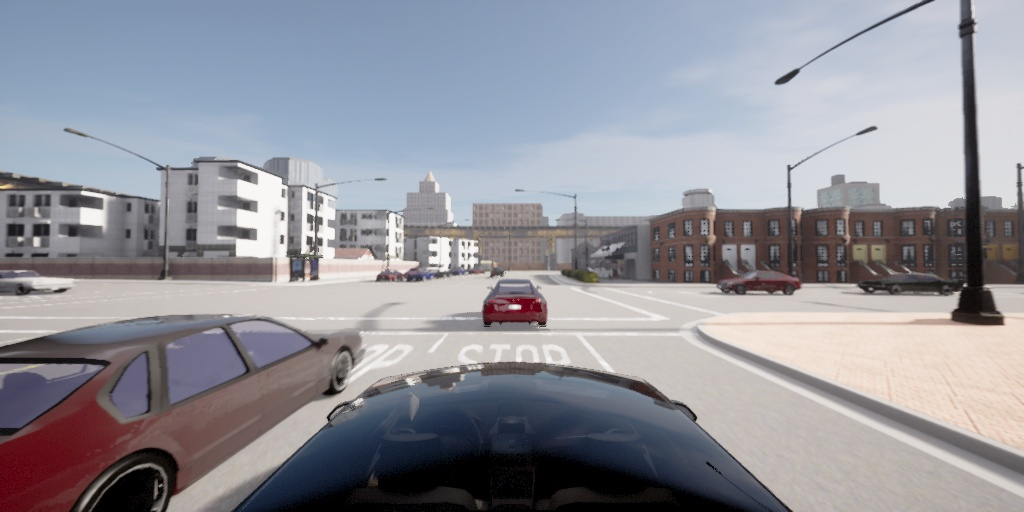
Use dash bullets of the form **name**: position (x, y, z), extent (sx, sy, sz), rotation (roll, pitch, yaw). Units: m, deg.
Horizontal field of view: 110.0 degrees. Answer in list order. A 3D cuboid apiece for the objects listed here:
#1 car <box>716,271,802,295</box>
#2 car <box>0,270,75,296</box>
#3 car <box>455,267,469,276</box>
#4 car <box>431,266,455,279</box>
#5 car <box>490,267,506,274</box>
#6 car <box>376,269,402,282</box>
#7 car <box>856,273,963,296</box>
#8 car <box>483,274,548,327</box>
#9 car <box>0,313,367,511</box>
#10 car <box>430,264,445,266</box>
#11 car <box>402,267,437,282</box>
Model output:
- **car**: position (15.328, 1.654, 22.373), extent (4.674, 1.442, 1.812), rotation (0, -1, 1)
- **car**: position (-27.133, 1.423, 19.552), extent (4.718, 1.301, 1.895), rotation (1, -1, -1)
- **car**: position (-8.823, 2.626, 58.074), extent (1.895, 1.301, 4.718), rotation (0, -1, 6)
- **car**: position (-9.546, 2.389, 48.631), extent (1.895, 1.301, 4.718), rotation (0, -1, 4)
- **car**: position (-2.085, 2.406, 53.148), extent (1.837, 1.490, 4.892), rotation (0, -1, 3)
- **car**: position (-13.523, 2.135, 39.968), extent (1.994, 1.385, 4.181), rotation (0, -1, 2)
- **car**: position (24.414, 1.723, 22.161), extent (4.718, 1.301, 1.895), rotation (0, -1, 2)
- **car**: position (0.093, 1.480, 12.262), extent (1.994, 1.385, 4.181), rotation (0, -1, 0)
- **car**: position (-3.399, 1.323, 3.681), extent (2.033, 1.411, 5.357), rotation (0, -1, 0)
- **car**: position (-12.320, 2.251, 58.257), extent (2.150, 2.045, 5.566), rotation (0, -1, 6)
- **car**: position (-10.038, 2.159, 39.477), extent (1.895, 1.301, 4.718), rotation (0, -1, 3)
